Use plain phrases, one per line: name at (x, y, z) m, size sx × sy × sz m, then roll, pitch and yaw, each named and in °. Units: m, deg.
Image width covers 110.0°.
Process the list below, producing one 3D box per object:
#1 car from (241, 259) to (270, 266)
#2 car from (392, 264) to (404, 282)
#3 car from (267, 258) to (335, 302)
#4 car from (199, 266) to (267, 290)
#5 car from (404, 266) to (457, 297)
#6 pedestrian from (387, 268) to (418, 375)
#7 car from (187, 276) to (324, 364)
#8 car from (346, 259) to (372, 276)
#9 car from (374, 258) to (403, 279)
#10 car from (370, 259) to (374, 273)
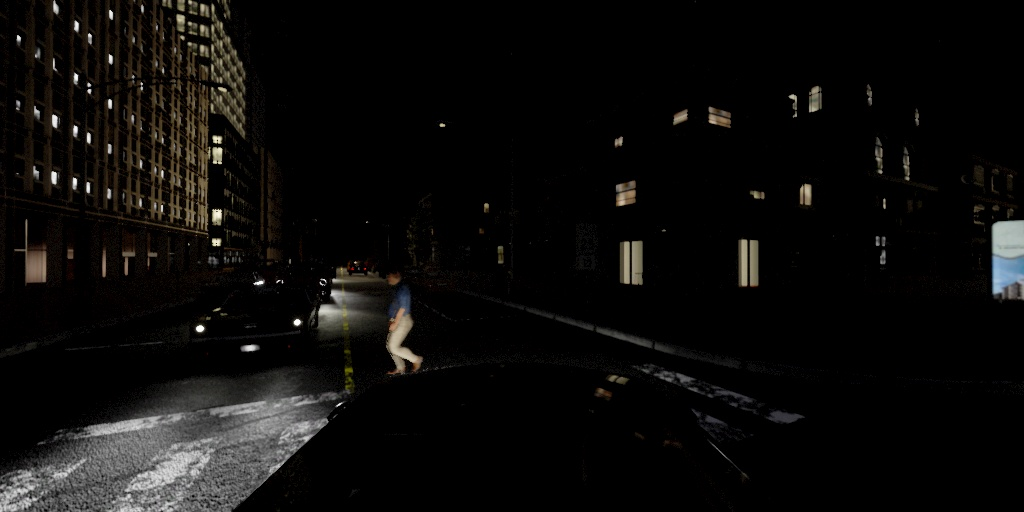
car at (-14.165, 1.080, 20.243) m, size 2.192 × 1.841 × 5.009 m, roll 0°, pitch 0°, yaw -26°
car at (-6.600, 1.386, 23.851) m, size 1.802 × 1.307 × 4.207 m, roll 0°, pitch 0°, yaw -26°
car at (-9.545, 1.116, 16.588) m, size 2.097 × 1.767 × 4.553 m, roll 0°, pitch 0°, yaw -26°
car at (-11.780, 1.302, 15.246) m, size 2.007 × 1.370 × 4.403 m, roll 0°, pitch 0°, yaw -26°
car at (-4.289, 1.316, 19.007) m, size 1.751 × 1.417 × 4.829 m, roll 0°, pitch 0°, yaw -26°
pedestrian at (-1.836, 1.038, 5.936) m, size 0.375 × 1.860 × 0.375 m, roll 1°, pitch -1°, yaw -26°
car at (-5.649, 1.343, 8.418) m, size 1.895 × 1.301 × 4.718 m, roll 0°, pitch 0°, yaw -26°
car at (-16.843, 1.388, 39.208) m, size 2.033 × 1.411 × 5.357 m, roll 0°, pitch 0°, yaw -25°
car at (-11.371, 1.148, 33.844) m, size 2.192 × 1.841 × 5.009 m, roll 0°, pitch 0°, yaw -26°
car at (-16.214, 1.390, 43.992) m, size 1.751 × 1.417 × 4.829 m, roll 0°, pitch 0°, yaw -26°
